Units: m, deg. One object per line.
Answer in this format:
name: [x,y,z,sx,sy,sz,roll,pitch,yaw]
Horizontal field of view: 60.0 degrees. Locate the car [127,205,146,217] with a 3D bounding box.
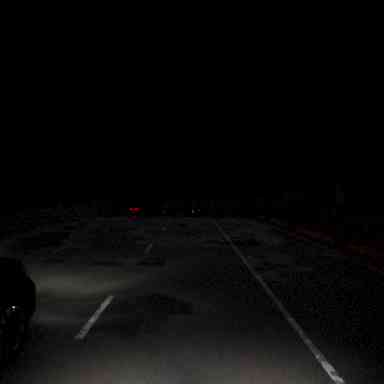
car: [-6.898,2.404,41.662,1.837,1.490,4.892,0,-5,0]

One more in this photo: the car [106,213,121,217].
car: [-14.027,4.543,59.720,2.033,1.411,5.357,0,-7,1]

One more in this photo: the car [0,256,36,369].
car: [-3.399,1.228,2.585,2.150,2.045,5.566,0,0,0]

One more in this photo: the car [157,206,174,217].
car: [-3.397,2.480,42.273,1.812,1.442,4.674,0,-5,0]

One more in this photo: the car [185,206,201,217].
car: [0.103,2.547,42.604,1.994,1.385,4.181,0,-5,0]
